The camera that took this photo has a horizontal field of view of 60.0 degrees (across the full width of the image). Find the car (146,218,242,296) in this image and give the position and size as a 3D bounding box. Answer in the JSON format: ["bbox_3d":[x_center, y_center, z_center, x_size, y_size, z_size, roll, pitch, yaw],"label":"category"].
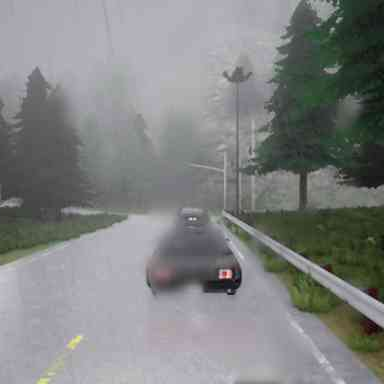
[{"bbox_3d":[0.050,1.603,8.637,1.895,1.301,4.718,0,0,0],"label":"car"}]

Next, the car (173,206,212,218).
[{"bbox_3d":[0.029,1.509,18.109,1.837,1.490,4.892,0,0,0],"label":"car"}]
